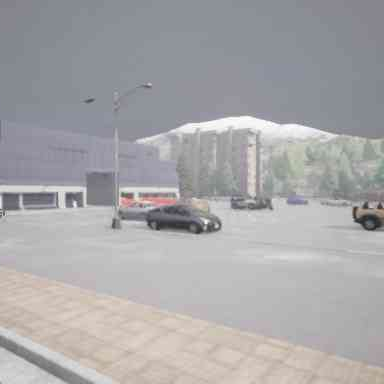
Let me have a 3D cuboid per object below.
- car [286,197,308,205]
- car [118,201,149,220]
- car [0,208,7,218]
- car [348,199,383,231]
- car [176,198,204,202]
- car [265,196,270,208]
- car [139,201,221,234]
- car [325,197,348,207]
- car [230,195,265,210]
[{"bbox_3d":[18.867,1.609,59.517,3.633,1.501,1.845,0,0,35],"label":"car"},{"bbox_3d":[-4.179,1.465,25.964,3.806,1.475,1.970,0,0,35],"label":"car"},{"bbox_3d":[-19.243,1.740,29.678,2.128,1.511,4.902,0,0,36],"label":"car"},{"bbox_3d":[11.635,1.292,18.774,4.605,1.855,1.932,0,0,35],"label":"car"},{"bbox_3d":[-0.733,1.387,31.387,5.027,1.636,2.152,0,0,35],"label":"car"},{"bbox_3d":[8.009,1.332,44.434,4.605,1.855,1.932,0,0,35],"label":"car"},{"bbox_3d":[-0.546,1.515,18.899,4.514,1.523,2.007,0,0,35],"label":"car"},{"bbox_3d":[23.198,1.603,52.794,3.806,1.475,1.970,0,0,35],"label":"car"},{"bbox_3d":[6.665,1.311,41.825,3.866,1.878,1.905,0,0,35],"label":"car"}]
